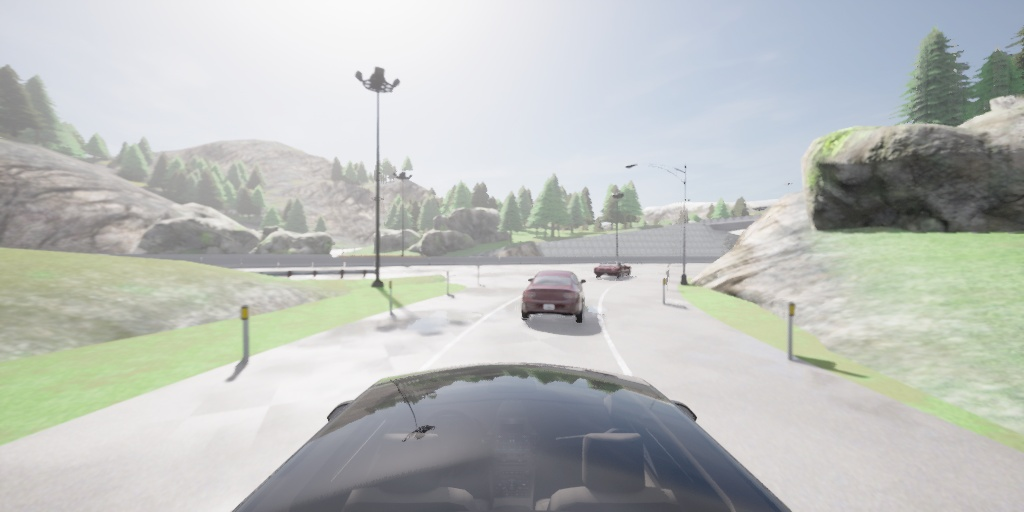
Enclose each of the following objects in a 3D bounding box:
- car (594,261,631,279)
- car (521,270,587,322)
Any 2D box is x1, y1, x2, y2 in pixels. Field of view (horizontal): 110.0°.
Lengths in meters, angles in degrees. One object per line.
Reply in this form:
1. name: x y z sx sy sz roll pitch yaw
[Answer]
1. car: 8.145 1.060 28.690 1.895 1.301 4.718 1 1 31
2. car: 1.467 1.190 11.962 1.812 1.442 4.674 0 1 12
